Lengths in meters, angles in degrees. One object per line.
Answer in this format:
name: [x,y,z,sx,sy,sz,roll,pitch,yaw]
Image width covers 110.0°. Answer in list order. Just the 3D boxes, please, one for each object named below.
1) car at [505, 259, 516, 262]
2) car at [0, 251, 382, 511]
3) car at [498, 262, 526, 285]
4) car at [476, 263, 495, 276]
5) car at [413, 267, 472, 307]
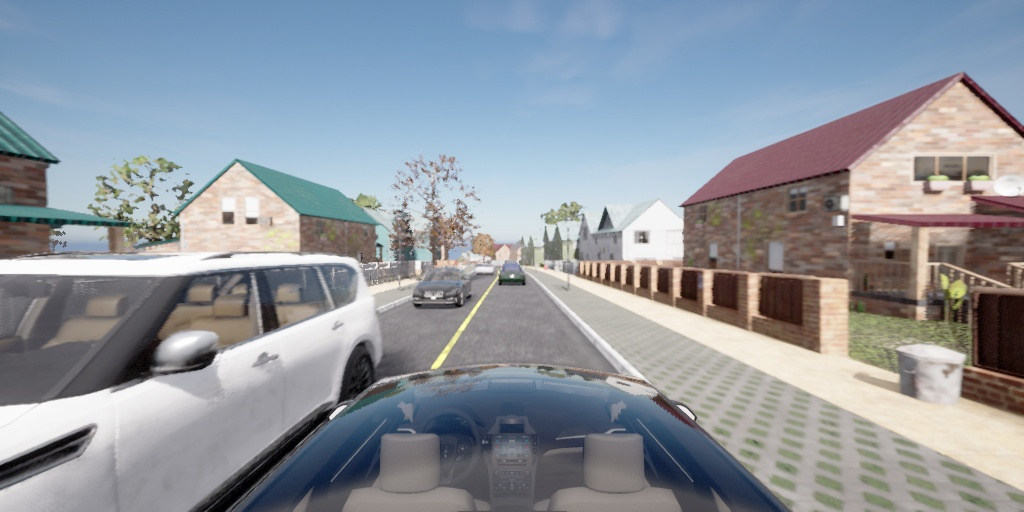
car: [-0.211,1.195,44.019,2.097,1.767,4.553,0,0,-2]
car: [-2.854,0.972,2.750,2.150,2.045,5.566,0,0,0]
car: [0.020,1.341,26.508,1.994,1.385,4.181,0,0,0]
car: [-2.871,1.426,39.005,1.895,1.301,4.718,0,0,-1]
car: [-2.836,1.255,15.391,1.837,1.490,4.892,0,0,0]
